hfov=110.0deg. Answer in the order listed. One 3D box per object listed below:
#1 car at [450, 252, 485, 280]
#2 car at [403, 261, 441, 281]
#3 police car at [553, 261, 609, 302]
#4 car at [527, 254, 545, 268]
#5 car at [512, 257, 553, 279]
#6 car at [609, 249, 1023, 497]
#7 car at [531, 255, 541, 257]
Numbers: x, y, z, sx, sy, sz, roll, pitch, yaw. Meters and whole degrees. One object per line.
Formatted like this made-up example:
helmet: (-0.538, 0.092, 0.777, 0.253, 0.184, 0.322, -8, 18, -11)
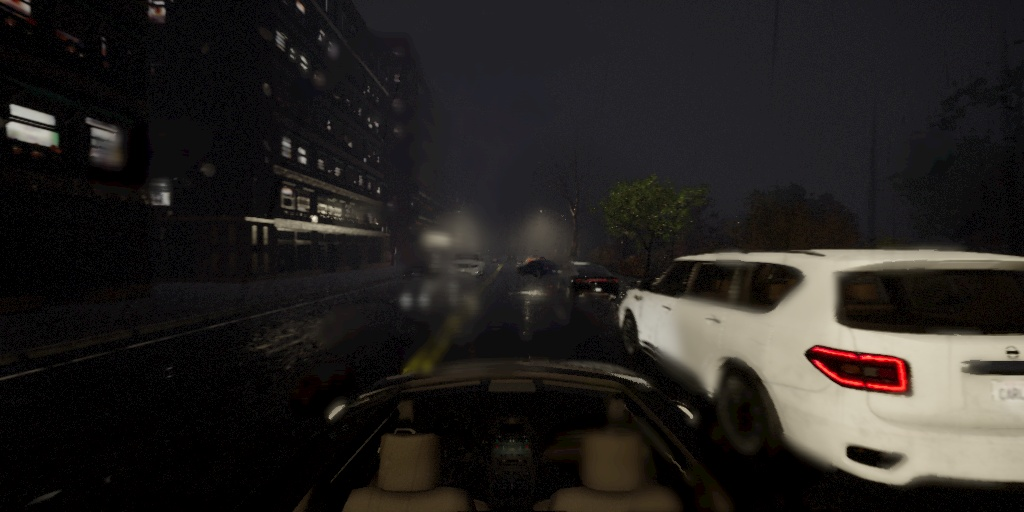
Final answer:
car: (-3.346, 0.712, 27.981, 2.150, 2.045, 5.566, 0, 0, 0)
car: (-6.592, 1.067, 26.661, 1.994, 1.385, 4.181, 0, 1, 0)
police car: (3.246, 1.033, 16.084, 1.930, 1.638, 5.238, 0, 1, 0)
car: (3.234, 0.633, 48.943, 2.097, 1.767, 4.553, 0, 1, 0)
car: (2.152, 1.009, 28.622, 1.812, 1.442, 4.674, 0, 1, -28)
car: (3.250, 0.939, 5.002, 2.150, 2.045, 5.566, 0, 1, 0)
car: (3.238, 0.845, 38.164, 1.801, 1.575, 5.366, 0, 1, 0)
